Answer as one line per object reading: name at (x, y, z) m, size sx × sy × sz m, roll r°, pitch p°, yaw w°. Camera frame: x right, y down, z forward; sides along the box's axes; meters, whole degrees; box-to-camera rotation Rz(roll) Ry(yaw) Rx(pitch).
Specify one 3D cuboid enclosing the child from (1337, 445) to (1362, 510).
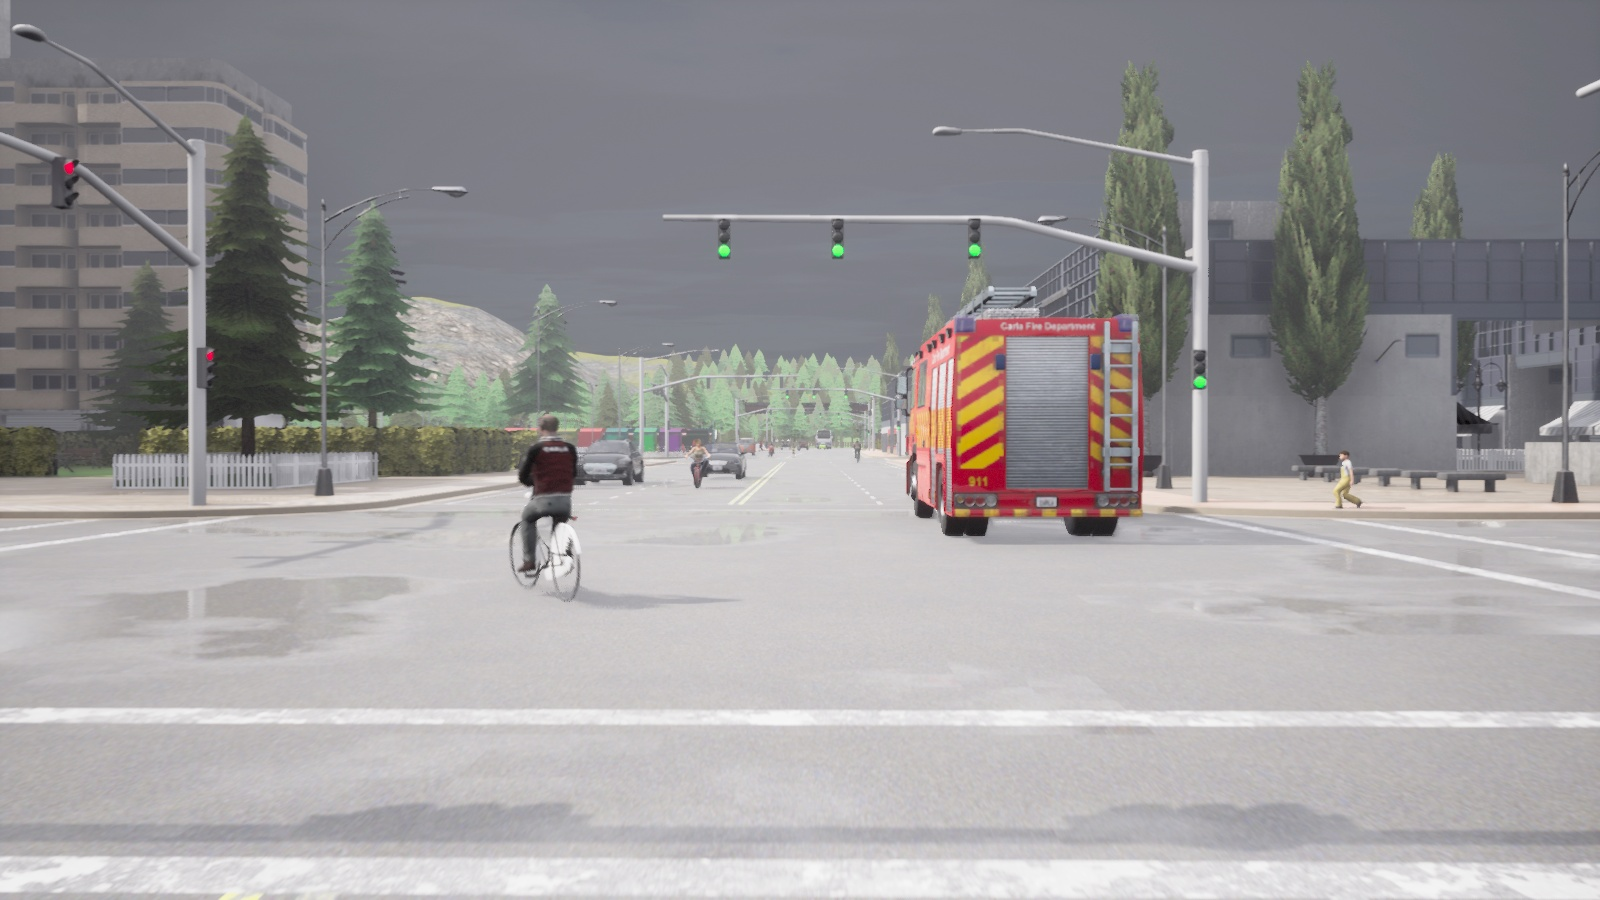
child at (10.904, 0.539, 24.915) m, size 0.437 × 1.263 × 0.270 m, roll 0°, pitch 0°, yaw 18°

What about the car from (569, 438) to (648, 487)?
car at (-6.732, 0.395, 44.599) m, size 2.033 × 1.649 × 4.856 m, roll 0°, pitch 0°, yaw 0°

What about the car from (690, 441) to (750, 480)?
car at (-3.195, 0.384, 51.024) m, size 2.128 × 1.511 × 4.902 m, roll 0°, pitch 0°, yaw 0°

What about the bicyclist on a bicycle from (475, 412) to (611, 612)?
bicyclist on a bicycle at (-2.509, 0.540, 12.103) m, size 0.659 × 1.776 × 1.843 m, roll -1°, pitch 1°, yaw -32°

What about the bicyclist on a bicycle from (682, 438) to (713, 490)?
bicyclist on a bicycle at (-3.253, 0.433, 39.918) m, size 0.866 × 1.612 × 1.509 m, roll 0°, pitch 0°, yaw 1°

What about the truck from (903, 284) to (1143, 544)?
truck at (3.646, -0.556, 22.787) m, size 2.891 × 3.827 × 8.468 m, roll 0°, pitch 0°, yaw 0°
